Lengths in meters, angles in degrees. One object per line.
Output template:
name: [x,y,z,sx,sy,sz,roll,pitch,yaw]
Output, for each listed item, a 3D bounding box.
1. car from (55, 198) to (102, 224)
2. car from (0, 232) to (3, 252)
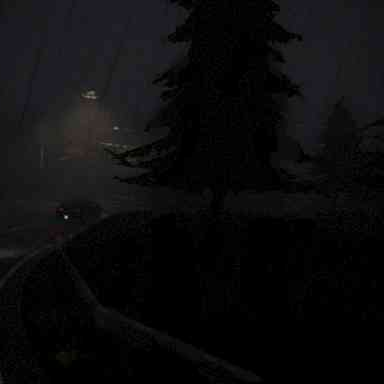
car: [-7.629,1.182,22.769,1.837,1.490,4.892,4,2,1]
car: [-6.186,1.487,8.483,1.837,1.490,4.892,2,0,-24]
